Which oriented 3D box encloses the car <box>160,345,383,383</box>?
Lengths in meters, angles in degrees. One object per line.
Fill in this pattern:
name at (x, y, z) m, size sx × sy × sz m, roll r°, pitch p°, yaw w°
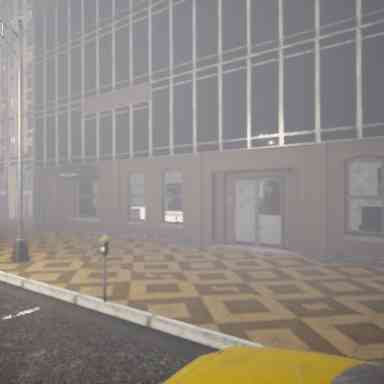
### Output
car at (1.749, 1.525, 1.633) m, size 4.829 × 1.417 × 1.752 m, roll 0°, pitch 0°, yaw 35°
